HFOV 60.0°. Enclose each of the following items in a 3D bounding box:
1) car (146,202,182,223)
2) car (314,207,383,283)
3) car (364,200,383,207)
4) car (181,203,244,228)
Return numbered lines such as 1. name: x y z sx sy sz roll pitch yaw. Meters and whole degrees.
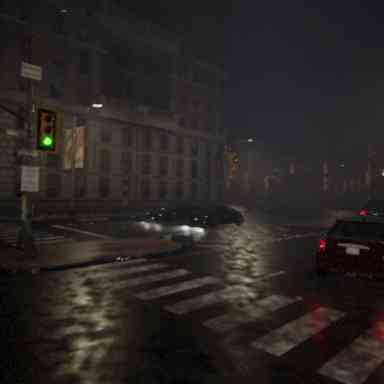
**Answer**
1. car: -0.843 1.502 25.041 5.357 1.411 2.033 2 0 -45
2. car: 5.367 1.497 9.645 2.097 1.767 4.553 2 0 43
3. car: 13.468 1.584 22.844 5.566 2.045 2.150 2 0 -45
4. car: 1.667 1.592 22.600 4.181 1.385 1.994 2 0 -45
